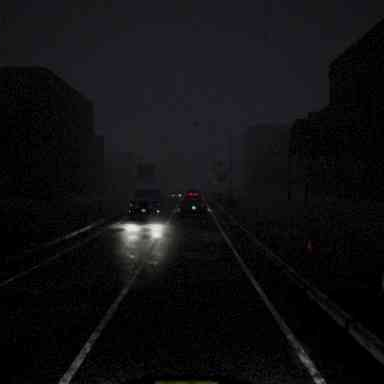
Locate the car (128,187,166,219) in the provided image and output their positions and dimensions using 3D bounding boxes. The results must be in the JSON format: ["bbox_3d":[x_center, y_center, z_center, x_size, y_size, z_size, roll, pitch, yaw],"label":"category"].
[{"bbox_3d":[-3.071,0.716,23.859,2.150,2.045,5.566,0,2,0],"label":"car"}]

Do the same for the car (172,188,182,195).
[{"bbox_3d":[-2.932,-0.185,66.122,2.033,1.411,5.357,0,2,0],"label":"car"}]

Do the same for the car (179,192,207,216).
[{"bbox_3d":[0.128,1.006,25.293,1.994,1.385,4.181,0,2,0],"label":"car"}]

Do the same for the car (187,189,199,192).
[{"bbox_3d":[0.147,0.354,41.517,1.837,1.490,4.892,0,2,0],"label":"car"}]
